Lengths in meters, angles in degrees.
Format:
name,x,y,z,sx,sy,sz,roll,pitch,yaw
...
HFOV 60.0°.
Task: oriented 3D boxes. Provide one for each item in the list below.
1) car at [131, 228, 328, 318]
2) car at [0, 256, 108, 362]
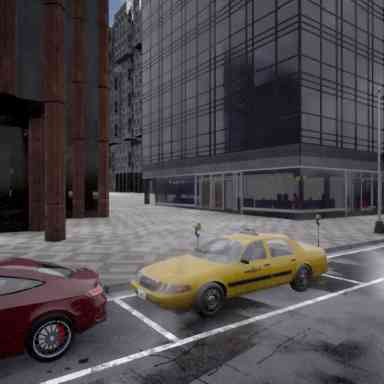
name,x,y,z,sx,sy,sz,roll,pitch,yaw
car,1.063,1.525,7.387,4.829,1.417,1.752,0,0,-35
car,-3.237,1.582,4.344,4.206,1.307,1.802,0,0,-35
